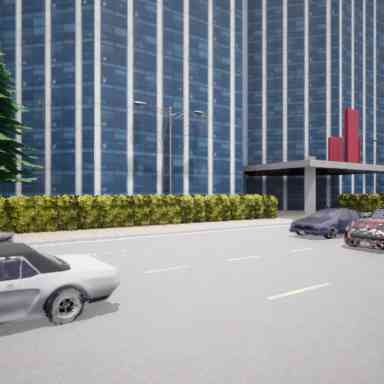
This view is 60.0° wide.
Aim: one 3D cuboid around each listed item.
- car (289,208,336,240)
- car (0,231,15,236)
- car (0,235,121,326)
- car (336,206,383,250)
[{"bbox_3d":[7.437,1.548,17.212,5.357,1.411,2.033,0,0,-33],"label":"car"},{"bbox_3d":[-7.072,1.478,8.151,5.008,1.535,1.882,0,0,-28],"label":"car"},{"bbox_3d":[-3.746,1.601,5.558,4.718,1.301,1.895,0,0,-36],"label":"car"},{"bbox_3d":[8.303,1.352,13.596,4.553,1.767,2.097,0,0,-33],"label":"car"}]
